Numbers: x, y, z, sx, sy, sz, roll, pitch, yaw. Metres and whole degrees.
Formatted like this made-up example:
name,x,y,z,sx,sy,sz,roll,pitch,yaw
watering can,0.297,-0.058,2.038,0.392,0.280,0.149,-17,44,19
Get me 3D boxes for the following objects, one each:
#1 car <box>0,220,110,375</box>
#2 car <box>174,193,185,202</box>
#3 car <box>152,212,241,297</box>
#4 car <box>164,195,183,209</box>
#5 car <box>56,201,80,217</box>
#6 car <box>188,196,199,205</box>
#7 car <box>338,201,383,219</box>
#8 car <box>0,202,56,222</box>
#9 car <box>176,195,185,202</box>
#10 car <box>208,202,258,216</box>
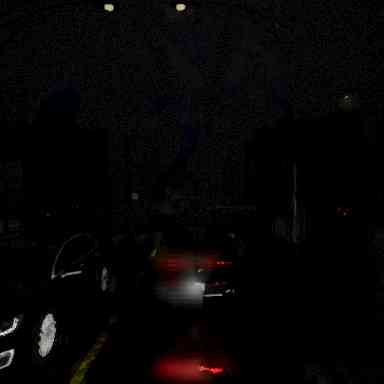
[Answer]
name,x,y,z,sx,sy,sz,roll,pitch,yaw
car,-2.818,1.505,5.901,1.837,1.490,4.892,0,0,0
car,-2.619,1.423,58.879,1.882,1.535,5.008,0,0,0
car,0.104,1.505,8.555,1.837,1.490,4.892,0,0,1
car,-2.642,1.511,44.483,2.033,1.411,5.357,0,0,1
car,-13.283,1.653,31.769,4.902,1.511,2.128,0,-1,0
car,0.303,1.470,59.354,1.812,1.442,4.674,0,0,0
car,13.881,1.363,25.485,4.718,1.301,1.895,-1,-1,-1
car,-13.377,1.508,25.198,4.902,1.511,2.128,0,-1,-1
car,-2.571,1.464,74.217,1.994,1.385,4.181,0,0,0
car,4.032,1.645,32.955,4.718,1.301,1.895,-1,-2,19
